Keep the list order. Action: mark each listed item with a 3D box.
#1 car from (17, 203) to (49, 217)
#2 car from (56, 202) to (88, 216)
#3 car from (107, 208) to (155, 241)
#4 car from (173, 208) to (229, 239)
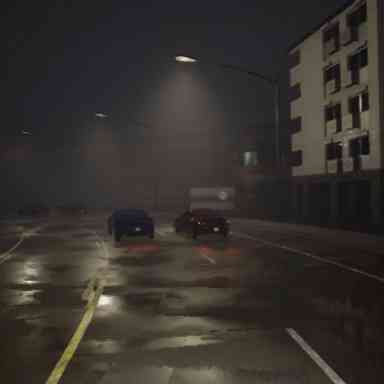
[{"bbox_3d":[-17.782,2.014,37.216,4.674,1.442,1.812,-1,0,38],"label":"car"},{"bbox_3d":[-14.033,1.923,38.703,4.892,1.490,1.837,-1,-1,41],"label":"car"},{"bbox_3d":[-3.385,1.609,17.853,1.882,1.535,5.008,-1,0,-20],"label":"car"},{"bbox_3d":[0.388,1.581,17.669,1.812,1.442,4.674,-1,0,-19],"label":"car"}]
